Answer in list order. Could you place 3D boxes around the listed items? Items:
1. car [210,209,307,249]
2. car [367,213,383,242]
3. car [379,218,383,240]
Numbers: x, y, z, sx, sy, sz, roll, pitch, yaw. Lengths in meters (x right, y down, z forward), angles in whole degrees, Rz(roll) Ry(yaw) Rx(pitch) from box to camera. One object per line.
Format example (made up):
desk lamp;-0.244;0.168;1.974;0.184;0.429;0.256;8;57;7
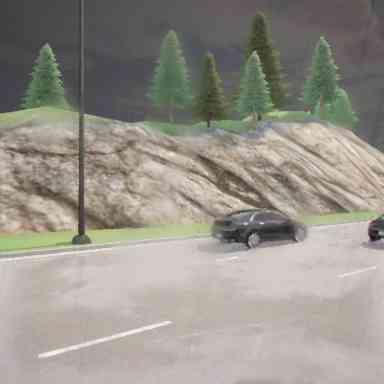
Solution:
car;3.032;1.502;14.522;4.892;1.490;1.837;1;-1;-36
car;9.700;1.525;14.986;4.674;1.442;1.812;0;0;-36
car;7.495;1.490;9.106;4.902;1.511;2.128;0;0;-36
